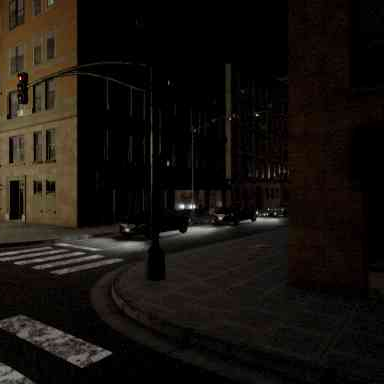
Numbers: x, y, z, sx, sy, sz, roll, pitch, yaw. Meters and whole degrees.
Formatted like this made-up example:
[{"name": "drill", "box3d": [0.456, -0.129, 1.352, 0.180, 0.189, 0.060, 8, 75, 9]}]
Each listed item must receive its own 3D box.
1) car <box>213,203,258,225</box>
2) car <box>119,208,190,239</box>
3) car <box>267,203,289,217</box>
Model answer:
[{"name": "car", "box3d": [3.453, 1.627, 25.748, 2.128, 1.511, 4.902, 0, 0, 35]}, {"name": "car", "box3d": [-1.878, 1.610, 18.276, 1.812, 1.442, 4.674, 0, 0, 34]}, {"name": "car", "box3d": [9.356, 1.791, 34.011, 1.895, 1.301, 4.718, 0, 0, 36]}]
